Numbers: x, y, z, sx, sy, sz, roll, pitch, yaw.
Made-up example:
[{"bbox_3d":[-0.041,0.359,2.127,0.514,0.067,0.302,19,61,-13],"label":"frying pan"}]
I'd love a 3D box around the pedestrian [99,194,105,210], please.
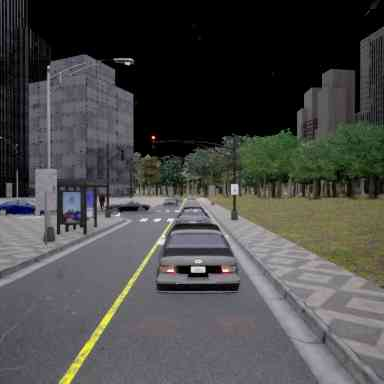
[{"bbox_3d":[-10.108,1.051,37.285,0.375,1.860,0.375,0,0,1],"label":"pedestrian"}]

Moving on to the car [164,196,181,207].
[{"bbox_3d":[-3.126,1.511,49.970,1.994,1.385,4.181,0,0,0],"label":"car"}]

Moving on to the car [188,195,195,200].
[{"bbox_3d":[-0.153,1.470,86.414,1.895,1.301,4.718,0,0,0],"label":"car"}]

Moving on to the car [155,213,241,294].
[{"bbox_3d":[0.094,1.545,8.939,2.033,1.411,5.357,0,0,-1],"label":"car"}]

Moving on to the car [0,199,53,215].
[{"bbox_3d":[-15.658,1.426,31.180,5.008,1.535,1.882,0,0,0],"label":"car"}]

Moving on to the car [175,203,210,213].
[{"bbox_3d":[0.071,1.554,19.217,1.994,1.385,4.181,0,0,0],"label":"car"}]

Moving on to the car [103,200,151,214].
[{"bbox_3d":[-6.868,1.554,34.899,4.718,1.301,1.895,0,1,-33],"label":"car"}]
